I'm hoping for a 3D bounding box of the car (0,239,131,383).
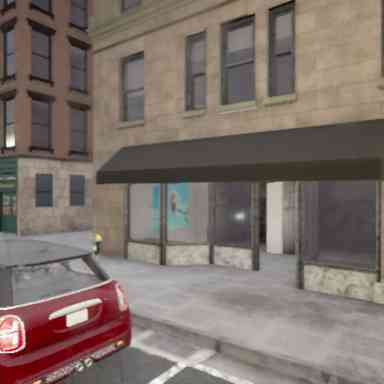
[{"bbox_3d":[-2.864,1.423,4.853,4.097,1.590,1.967,0,0,35],"label":"car"}]
